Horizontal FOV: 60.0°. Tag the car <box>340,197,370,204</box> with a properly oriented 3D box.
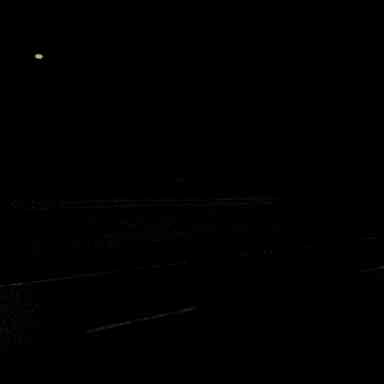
[{"bbox_3d":[18.805,1.410,36.625,4.181,1.385,1.994,0,0,-32],"label":"car"}]

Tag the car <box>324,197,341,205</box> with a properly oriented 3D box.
[{"bbox_3d":[18.408,1.366,40.478,5.357,1.411,2.033,0,0,-31],"label":"car"}]

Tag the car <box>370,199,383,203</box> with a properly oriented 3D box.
[{"bbox_3d":[20.523,1.380,33.574,4.892,1.490,1.837,1,0,-32],"label":"car"}]
